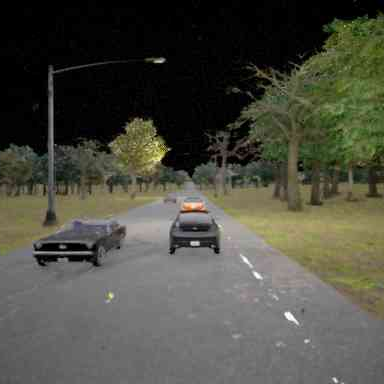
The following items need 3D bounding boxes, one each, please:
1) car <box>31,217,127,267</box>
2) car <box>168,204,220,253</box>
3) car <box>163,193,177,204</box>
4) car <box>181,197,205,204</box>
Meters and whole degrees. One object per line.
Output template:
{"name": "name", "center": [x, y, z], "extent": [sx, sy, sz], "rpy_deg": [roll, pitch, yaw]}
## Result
{"name": "car", "center": [-3.599, 1.578, 11.492], "extent": [1.895, 1.301, 4.718], "rpy_deg": [0, 0, 0]}
{"name": "car", "center": [0.102, 1.473, 13.639], "extent": [1.837, 1.490, 4.892], "rpy_deg": [0, 0, 0]}
{"name": "car", "center": [-3.550, 0.937, 54.097], "extent": [2.097, 1.767, 4.553], "rpy_deg": [0, 1, 0]}
{"name": "car", "center": [0.105, 1.214, 29.749], "extent": [2.097, 1.767, 4.553], "rpy_deg": [0, 0, 0]}
